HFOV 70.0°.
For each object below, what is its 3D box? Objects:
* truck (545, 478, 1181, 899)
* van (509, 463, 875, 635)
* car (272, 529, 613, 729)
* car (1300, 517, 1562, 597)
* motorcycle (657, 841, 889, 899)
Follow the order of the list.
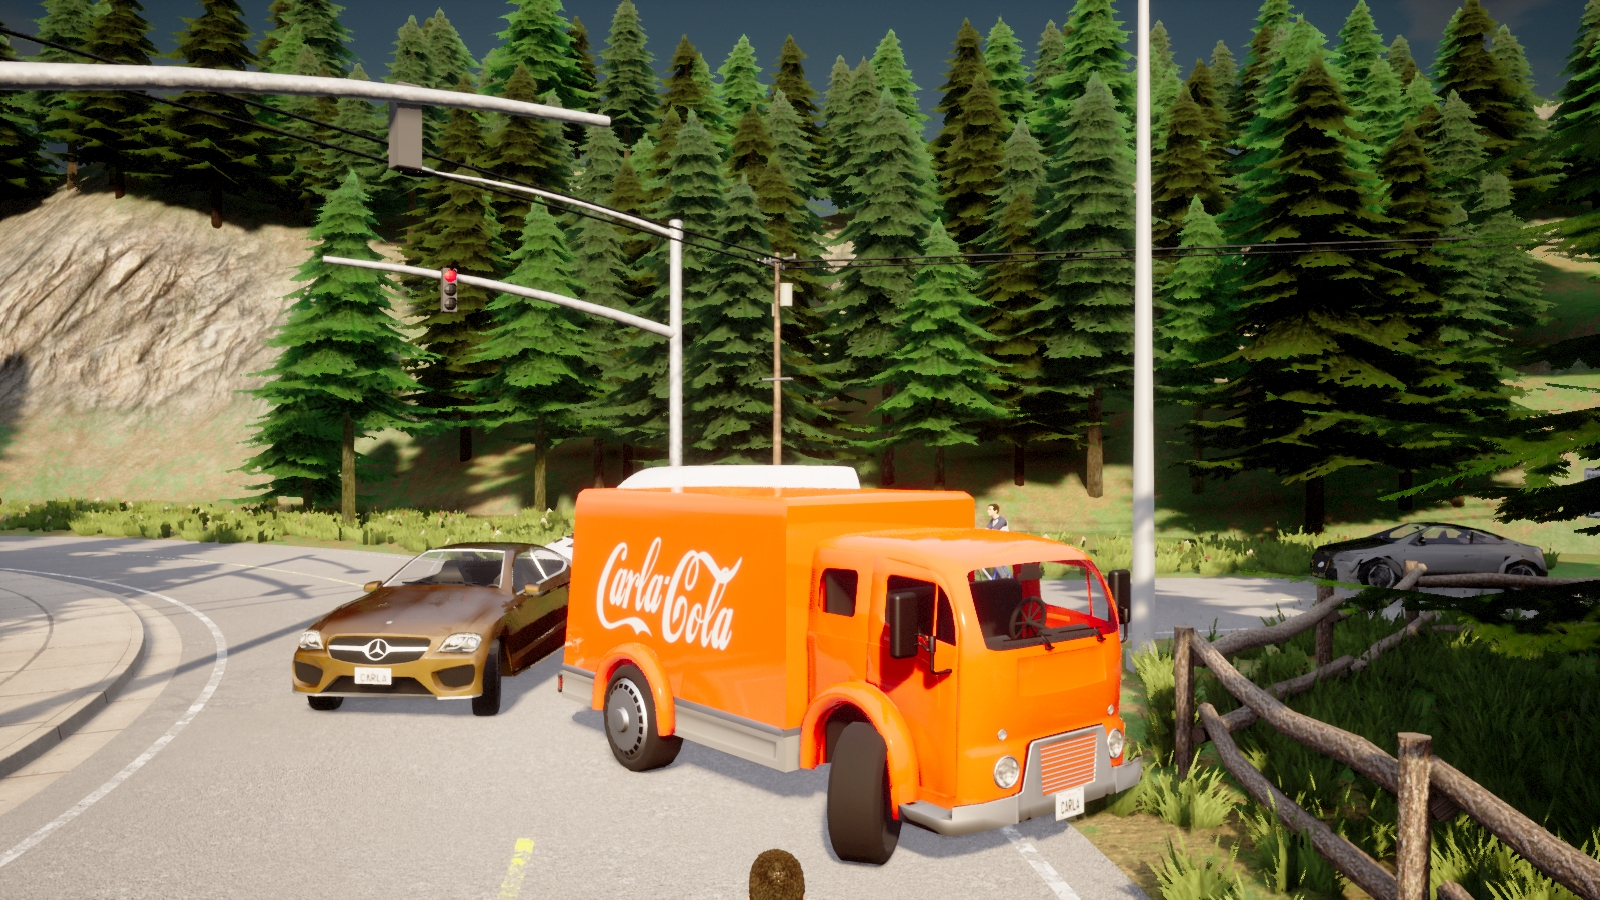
[{"bbox_3d":[0.202,1.542,9.769,2.627,2.467,5.204,0,0,-39],"label":"truck"},{"bbox_3d":[-1.776,1.528,19.549,5.915,2.561,1.988,0,0,-27],"label":"van"},{"bbox_3d":[-4.038,1.970,14.038,2.152,1.651,5.027,0,0,6],"label":"car"},{"bbox_3d":[12.589,2.119,23.051,4.181,1.385,1.994,0,0,6],"label":"car"},{"bbox_3d":[-0.074,2.159,3.526,0.803,1.199,2.033,0,0,-2],"label":"motorcycle"}]
